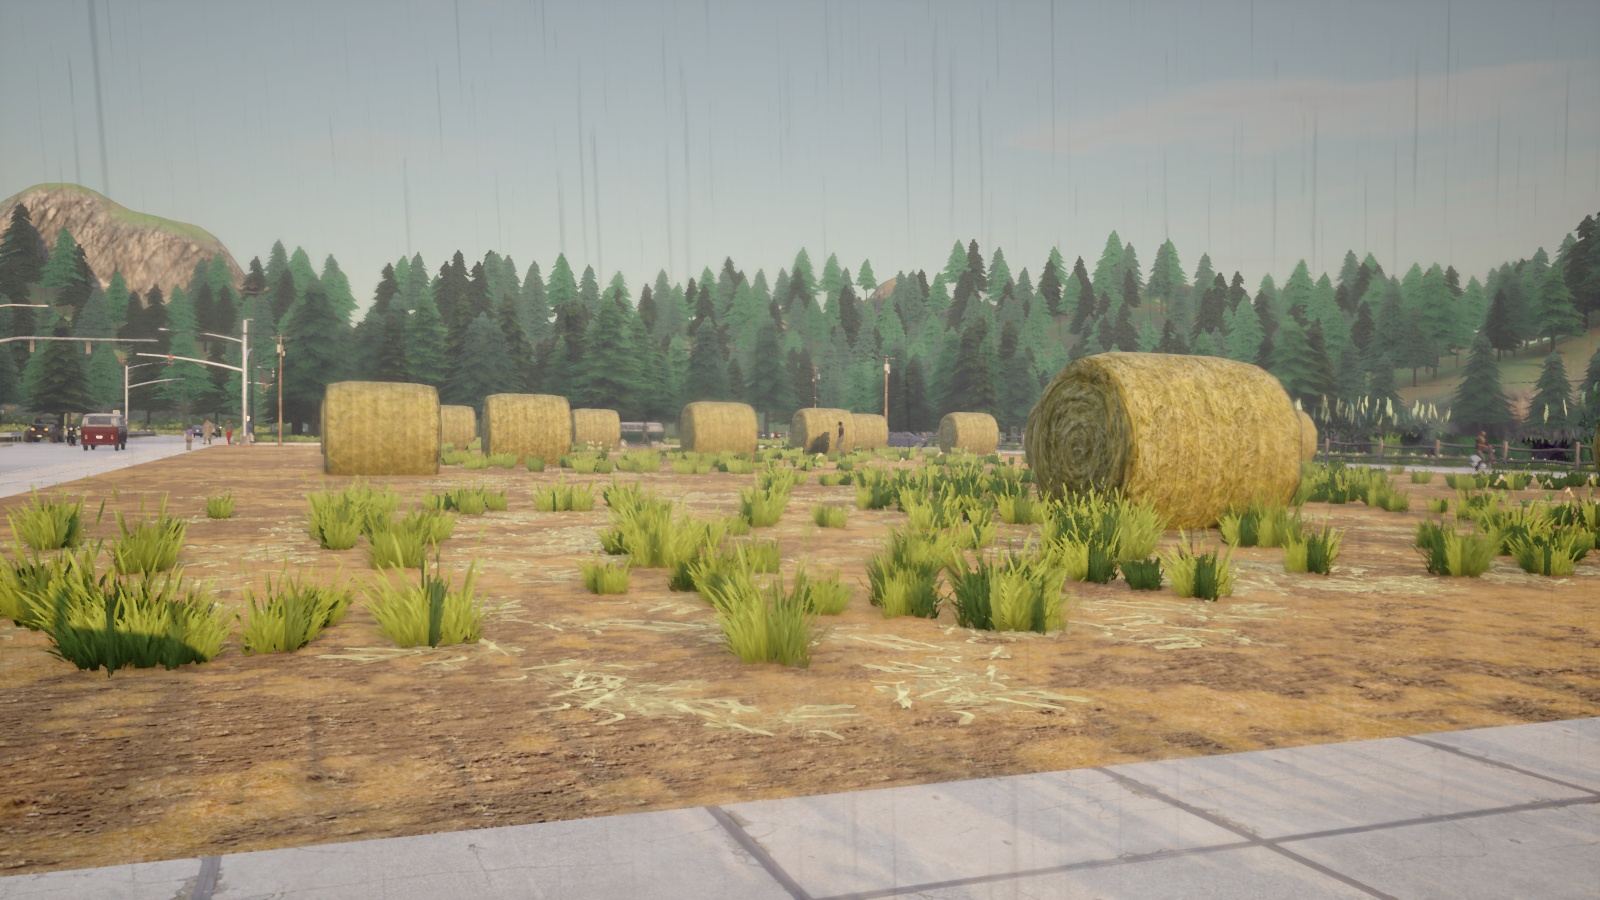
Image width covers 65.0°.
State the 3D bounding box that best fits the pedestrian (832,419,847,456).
[{"bbox_3d":[2.060,-0.662,65.287,0.666,1.930,0.402,0,1,23],"label":"pedestrian"}]

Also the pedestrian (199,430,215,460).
[{"bbox_3d":[-38.874,-0.355,82.327,0.659,1.952,0.873,-1,1,0],"label":"pedestrian"}]

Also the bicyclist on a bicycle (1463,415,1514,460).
[{"bbox_3d":[27.852,-0.494,50.849,0.659,1.776,1.843,-1,1,-18],"label":"bicyclist on a bicycle"}]

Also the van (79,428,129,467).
[{"bbox_3d":[-37.342,-0.173,67.446,1.775,1.987,4.442,-1,1,-22],"label":"van"}]

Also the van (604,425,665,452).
[{"bbox_3d":[-12.988,-0.911,98.508,4.442,1.987,1.775,-1,1,-21],"label":"van"}]

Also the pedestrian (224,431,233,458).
[{"bbox_3d":[-38.672,-0.374,84.973,0.353,1.847,0.614,-1,1,-12],"label":"pedestrian"}]
